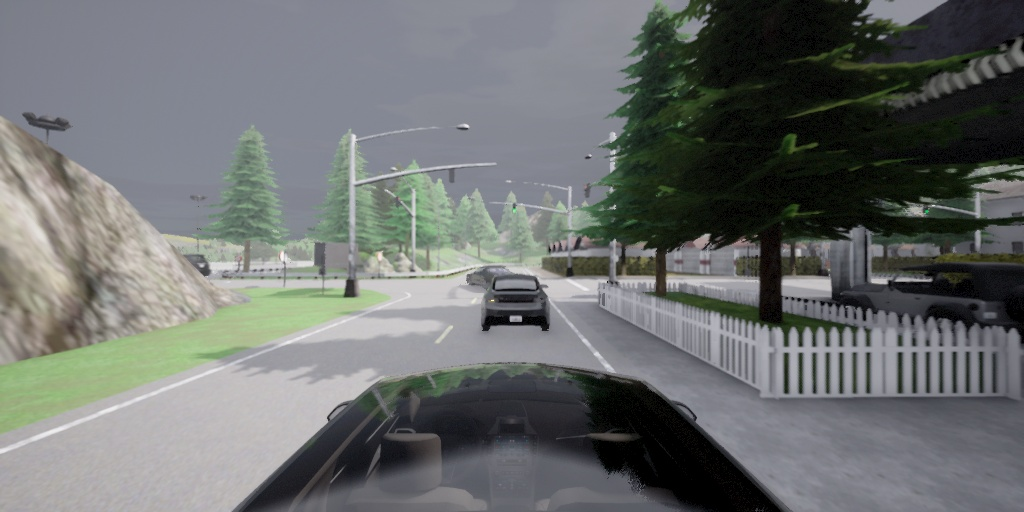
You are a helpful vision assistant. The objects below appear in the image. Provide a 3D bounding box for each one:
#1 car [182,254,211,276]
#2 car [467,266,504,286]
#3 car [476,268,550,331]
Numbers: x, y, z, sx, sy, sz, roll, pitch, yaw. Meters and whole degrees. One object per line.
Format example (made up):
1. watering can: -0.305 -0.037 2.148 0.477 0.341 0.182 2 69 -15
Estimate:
1. car: -26.054 0.980 27.126 5.566 2.045 2.150 -3 0 2
2. car: -1.342 1.314 22.638 2.033 1.411 5.357 0 0 -23
3. car: 0.096 1.301 11.178 1.837 1.490 4.892 0 0 0
